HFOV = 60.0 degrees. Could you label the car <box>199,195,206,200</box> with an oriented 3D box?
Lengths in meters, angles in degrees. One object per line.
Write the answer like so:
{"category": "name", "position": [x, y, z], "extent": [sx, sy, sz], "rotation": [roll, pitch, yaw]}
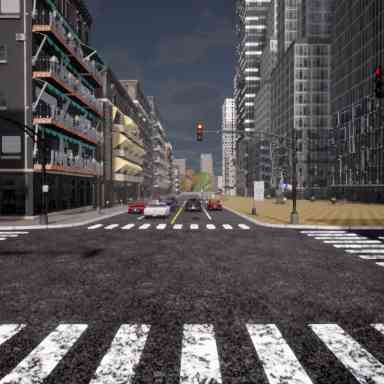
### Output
{"category": "car", "position": [2.792, 1.534, 92.039], "extent": [1.752, 1.417, 4.829], "rotation": [-1, 0, 0]}

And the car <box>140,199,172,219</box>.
{"category": "car", "position": [-3.053, 1.597, 29.383], "extent": [1.895, 1.301, 4.718], "rotation": [0, 0, 0]}

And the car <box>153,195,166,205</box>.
{"category": "car", "position": [-5.610, 1.438, 57.930], "extent": [1.967, 1.590, 4.097], "rotation": [-1, 0, 0]}

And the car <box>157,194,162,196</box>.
{"category": "car", "position": [-5.621, 1.312, 52.282], "extent": [2.192, 1.841, 5.009], "rotation": [-1, 0, 0]}

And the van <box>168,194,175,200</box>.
{"category": "van", "position": [-5.558, 1.350, 91.823], "extent": [1.690, 1.788, 3.998], "rotation": [-1, 0, 0]}

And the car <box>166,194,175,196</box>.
{"category": "car", "position": [-3.010, 1.501, 49.625], "extent": [1.837, 1.490, 4.892], "rotation": [0, 0, 0]}

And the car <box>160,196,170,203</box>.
{"category": "car", "position": [-5.591, 1.583, 69.228], "extent": [1.802, 1.307, 4.206], "rotation": [-1, 0, 0]}

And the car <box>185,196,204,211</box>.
{"category": "car", "position": [0.151, 1.499, 39.690], "extent": [1.837, 1.490, 4.892], "rotation": [0, 0, 0]}

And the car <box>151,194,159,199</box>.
{"category": "car", "position": [-5.637, 1.436, 40.983], "extent": [1.967, 1.590, 4.097], "rotation": [-1, 0, 0]}

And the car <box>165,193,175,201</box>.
{"category": "car", "position": [-5.568, 1.321, 86.175], "extent": [2.192, 1.841, 5.009], "rotation": [-1, 0, 0]}

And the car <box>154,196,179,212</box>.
{"category": "car", "position": [-3.025, 1.559, 39.444], "extent": [1.994, 1.385, 4.181], "rotation": [0, 0, 1]}

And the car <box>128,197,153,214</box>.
{"category": "car", "position": [-5.645, 1.540, 35.334], "extent": [1.887, 1.381, 4.507], "rotation": [-1, 0, 0]}

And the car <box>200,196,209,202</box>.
{"category": "car", "position": [2.766, 1.547, 74.921], "extent": [1.887, 1.381, 4.507], "rotation": [-1, 0, 0]}

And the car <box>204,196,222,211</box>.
{"category": "car", "position": [2.711, 1.540, 41.027], "extent": [1.887, 1.381, 4.507], "rotation": [-1, 0, 0]}

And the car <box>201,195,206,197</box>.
{"category": "car", "position": [2.747, 1.551, 63.623], "extent": [2.008, 1.369, 4.403], "rotation": [-1, 0, 0]}
